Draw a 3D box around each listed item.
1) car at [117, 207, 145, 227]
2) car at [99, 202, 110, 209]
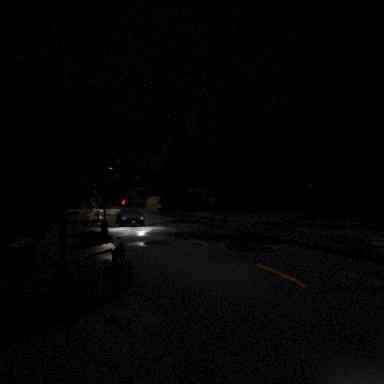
[{"bbox_3d":[-5.120,2.014,27.377,1.812,1.442,4.674,0,-1,-18],"label":"car"},{"bbox_3d":[-17.439,2.760,66.086,2.033,1.411,5.357,1,-2,-18],"label":"car"}]
